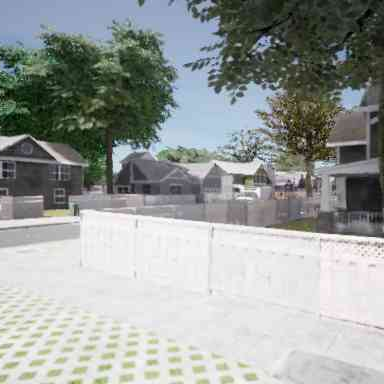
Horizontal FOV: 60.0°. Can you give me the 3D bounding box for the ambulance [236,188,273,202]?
[{"bbox_3d":[7.447,0.707,39.528,2.351,2.431,6.366,0,1,35],"label":"ambulance"}]
